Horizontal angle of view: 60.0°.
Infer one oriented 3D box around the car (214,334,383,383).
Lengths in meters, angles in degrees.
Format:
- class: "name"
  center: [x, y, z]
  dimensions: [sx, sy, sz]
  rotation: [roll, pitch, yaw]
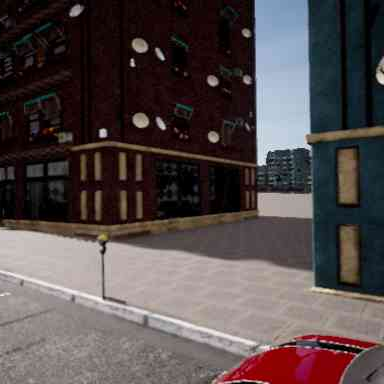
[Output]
- class: "car"
  center: [1.826, 1.441, 1.591]
  dimensions: [4.097, 1.590, 1.967]
  rotation: [0, -1, 36]
